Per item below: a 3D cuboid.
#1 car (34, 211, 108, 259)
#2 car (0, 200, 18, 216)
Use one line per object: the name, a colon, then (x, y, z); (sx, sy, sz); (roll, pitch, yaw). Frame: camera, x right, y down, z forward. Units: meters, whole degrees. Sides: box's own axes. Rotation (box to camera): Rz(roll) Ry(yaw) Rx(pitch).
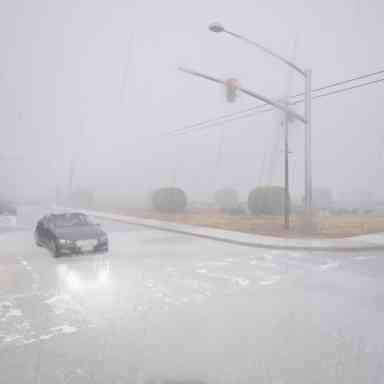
car: (-4.807, 1.551, 12.905); (2.128, 1.511, 4.902); (0, 1, -35)
car: (-18.407, 1.530, 32.539); (2.033, 1.411, 5.357); (0, 0, -35)
